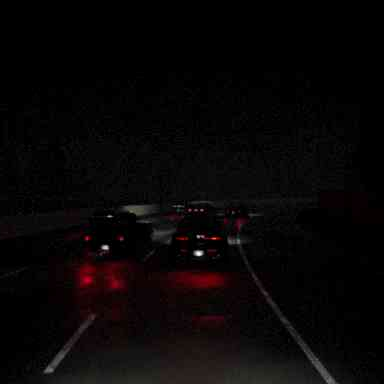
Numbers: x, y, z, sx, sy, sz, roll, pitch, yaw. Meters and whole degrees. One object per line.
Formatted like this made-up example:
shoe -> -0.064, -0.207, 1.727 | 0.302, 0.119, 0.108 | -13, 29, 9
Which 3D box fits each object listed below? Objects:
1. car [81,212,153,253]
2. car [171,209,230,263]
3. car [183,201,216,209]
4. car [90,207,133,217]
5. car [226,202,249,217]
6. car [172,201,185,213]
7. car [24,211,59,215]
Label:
car -> -3.005, 1.760, 14.505 | 1.895, 1.301, 4.718 | -1, -1, 5
car -> 0.344, 1.610, 12.424 | 1.837, 1.490, 4.892 | -1, -1, 3
car -> 1.150, 1.836, 34.548 | 2.033, 1.411, 5.357 | -1, -1, 18
car -> -5.319, 1.748, 22.897 | 2.128, 1.511, 4.902 | -1, -1, 10
car -> 4.612, 1.770, 33.750 | 1.812, 1.442, 4.674 | -1, -1, 17
car -> -0.704, 1.843, 39.550 | 2.128, 1.511, 4.902 | -1, -1, 20
car -> -14.354, 2.039, 31.942 | 1.895, 1.301, 4.718 | -1, -1, 14
